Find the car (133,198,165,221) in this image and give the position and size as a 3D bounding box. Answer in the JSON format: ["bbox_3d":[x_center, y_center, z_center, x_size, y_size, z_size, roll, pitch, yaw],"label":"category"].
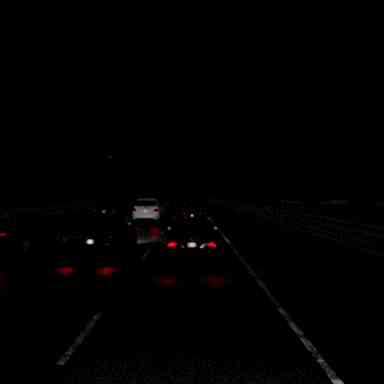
[{"bbox_3d":[-3.486,1.505,27.587,2.150,2.045,5.566,0,0,0],"label":"car"}]

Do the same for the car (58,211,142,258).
[{"bbox_3d":[-3.480,1.700,13.439,1.994,1.385,4.181,0,0,1],"label":"car"}]

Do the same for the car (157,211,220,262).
[{"bbox_3d":[0.013,1.673,12.545,2.033,1.411,5.357,0,-1,0],"label":"car"}]

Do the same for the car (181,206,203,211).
[{"bbox_3d":[0.023,1.855,28.526,1.994,1.385,4.181,0,-1,1],"label":"car"}]

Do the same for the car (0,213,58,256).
[{"bbox_3d":[-6.981,1.628,13.514,1.837,1.490,4.892,0,-1,0],"label":"car"}]

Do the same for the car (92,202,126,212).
[{"bbox_3d":[-6.978,1.640,28.439,2.097,1.767,4.553,0,-1,0],"label":"car"}]
